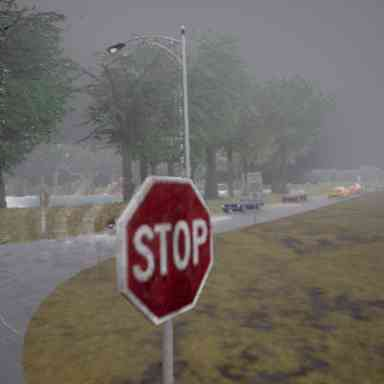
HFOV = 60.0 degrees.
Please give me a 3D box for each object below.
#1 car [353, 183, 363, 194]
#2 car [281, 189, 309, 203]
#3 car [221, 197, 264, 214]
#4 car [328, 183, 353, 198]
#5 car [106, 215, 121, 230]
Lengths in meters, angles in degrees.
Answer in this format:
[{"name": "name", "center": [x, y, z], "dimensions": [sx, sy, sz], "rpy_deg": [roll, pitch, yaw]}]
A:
[{"name": "car", "center": [25.809, -0.598, 53.152], "dimensions": [2.097, 1.767, 4.553], "rpy_deg": [-2, 1, 37]}, {"name": "car", "center": [12.153, 0.432, 39.174], "dimensions": [1.882, 1.535, 5.008], "rpy_deg": [-2, 2, 37]}, {"name": "car", "center": [4.334, 1.089, 28.357], "dimensions": [1.895, 1.301, 4.718], "rpy_deg": [-2, 1, 36]}, {"name": "car", "center": [19.589, -0.014, 44.484], "dimensions": [1.882, 1.535, 5.008], "rpy_deg": [-2, 1, 36]}, {"name": "car", "center": [-2.330, 1.382, 19.110], "dimensions": [2.033, 1.411, 5.357], "rpy_deg": [-2, 0, 36]}]
